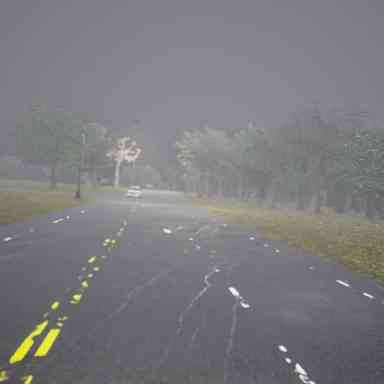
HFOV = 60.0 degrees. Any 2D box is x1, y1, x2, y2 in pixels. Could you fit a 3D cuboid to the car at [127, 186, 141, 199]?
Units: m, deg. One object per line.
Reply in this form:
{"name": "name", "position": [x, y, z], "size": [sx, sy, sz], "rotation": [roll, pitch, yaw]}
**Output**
{"name": "car", "position": [-10.620, 0.017, 61.210], "size": [2.150, 2.045, 5.566], "rotation": [4, 3, -6]}
